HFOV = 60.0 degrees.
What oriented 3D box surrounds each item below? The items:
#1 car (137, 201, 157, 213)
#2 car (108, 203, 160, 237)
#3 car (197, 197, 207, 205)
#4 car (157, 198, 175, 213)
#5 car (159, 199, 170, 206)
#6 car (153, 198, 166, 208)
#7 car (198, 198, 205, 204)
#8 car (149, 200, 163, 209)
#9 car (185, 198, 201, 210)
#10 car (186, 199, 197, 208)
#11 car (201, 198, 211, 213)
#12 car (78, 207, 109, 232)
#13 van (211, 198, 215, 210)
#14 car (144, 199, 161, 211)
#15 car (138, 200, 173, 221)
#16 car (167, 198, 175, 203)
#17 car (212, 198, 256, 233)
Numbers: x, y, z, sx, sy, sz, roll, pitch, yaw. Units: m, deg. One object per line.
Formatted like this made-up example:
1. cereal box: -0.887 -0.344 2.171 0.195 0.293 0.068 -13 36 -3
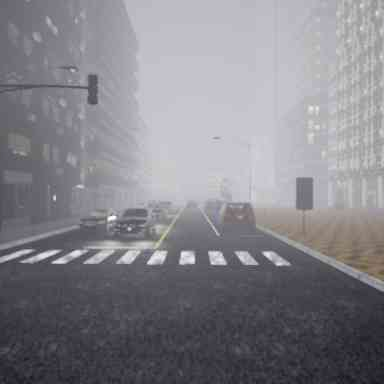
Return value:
1. car: -5.733 1.880 42.858 1.887 1.381 4.507 0 -1 0
2. car: -3.113 1.627 18.950 1.837 1.490 4.892 0 -1 0
3. car: 2.311 2.135 78.994 2.097 1.767 4.553 0 -1 0
4. car: -3.114 1.830 39.764 1.837 1.490 4.892 0 -1 0
5. car: -5.762 2.147 70.321 1.752 1.417 4.829 0 -1 0
6. car: -5.751 1.947 59.439 1.967 1.590 4.097 0 -1 0
7. car: 2.593 2.375 92.605 1.967 1.590 4.097 0 -1 0
8. car: -5.745 2.031 53.912 1.802 1.307 4.206 0 -1 0
9. car: -0.047 2.018 49.950 1.994 1.385 4.181 0 -1 0
10. car: -0.057 2.035 59.952 1.882 1.535 5.008 0 -1 0
11. car: 2.648 1.718 42.869 2.192 1.841 5.009 0 -1 0
12. car: -5.708 1.669 20.754 2.008 1.369 4.403 0 -1 0
13. van: 2.666 1.579 26.290 1.690 1.788 3.998 0 -1 0
14. car: -5.739 1.833 48.387 1.967 1.590 4.097 0 -1 0
15. car: -3.120 1.713 29.350 2.128 1.511 4.902 0 -1 0
16. car: -5.787 2.412 92.596 1.887 1.381 4.507 0 -1 0
17. car: 2.672 1.500 20.764 2.192 1.841 5.009 0 -1 0
